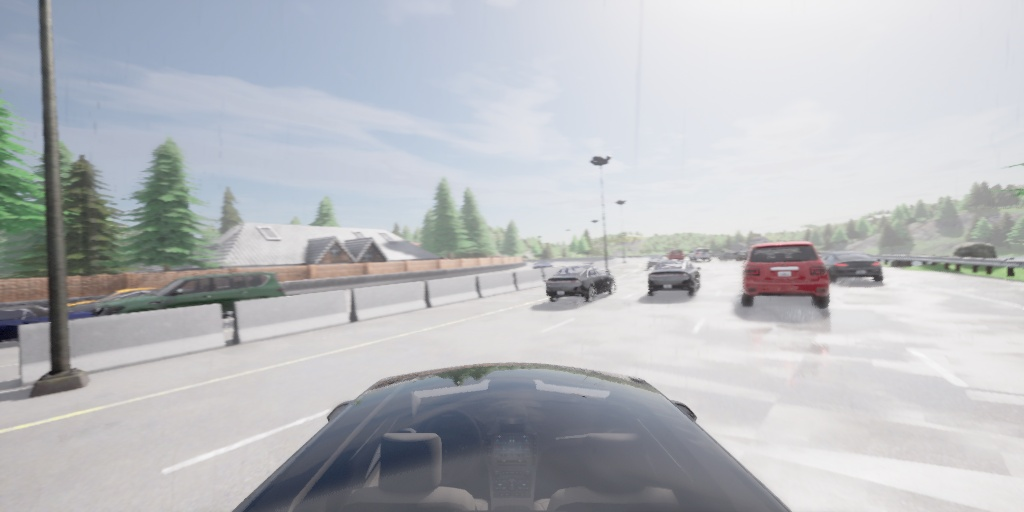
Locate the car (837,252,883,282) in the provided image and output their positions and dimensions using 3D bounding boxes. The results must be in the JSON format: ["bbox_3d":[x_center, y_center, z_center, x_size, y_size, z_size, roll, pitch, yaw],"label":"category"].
[{"bbox_3d":[16.561,0.498,17.863,1.812,1.442,4.674,-3,0,30],"label":"car"}]

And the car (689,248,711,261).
[{"bbox_3d":[29.165,-0.182,55.730,2.150,2.045,5.566,-3,-1,16],"label":"car"}]

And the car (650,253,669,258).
[{"bbox_3d":[15.830,0.744,39.389,2.033,1.411,5.357,-3,0,22],"label":"car"}]

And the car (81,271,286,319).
[{"bbox_3d":[-11.724,1.717,13.536,2.150,2.045,5.566,-3,-1,36],"label":"car"}]

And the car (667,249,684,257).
[{"bbox_3d":[25.840,0.012,56.954,2.150,2.045,5.566,-3,-1,16],"label":"car"}]

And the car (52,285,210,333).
[{"bbox_3d":[-17.823,2.354,17.063,2.128,1.511,4.902,-3,-1,37],"label":"car"}]

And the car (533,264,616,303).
[{"bbox_3d":[3.209,1.187,16.218,2.128,1.511,4.902,-3,0,33],"label":"car"}]

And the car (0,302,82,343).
[{"bbox_3d":[-17.321,2.392,11.941,1.895,1.301,4.718,-4,-1,38],"label":"car"}]

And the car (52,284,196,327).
[{"bbox_3d":[-20.547,2.509,19.248,1.882,1.535,5.008,-3,-1,37],"label":"car"}]

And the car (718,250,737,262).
[{"bbox_3d":[31.875,-0.083,52.953,2.128,1.511,4.902,-3,-1,17],"label":"car"}]

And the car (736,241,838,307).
[{"bbox_3d":[9.342,0.548,12.667,2.150,2.045,5.566,-3,0,32],"label":"car"}]

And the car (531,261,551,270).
[{"bbox_3d":[4.083,1.363,48.298,1.812,1.442,4.674,-3,-1,22],"label":"car"}]

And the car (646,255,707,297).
[{"bbox_3d":[7.473,0.952,16.449,2.128,1.511,4.902,-3,-1,31],"label":"car"}]
